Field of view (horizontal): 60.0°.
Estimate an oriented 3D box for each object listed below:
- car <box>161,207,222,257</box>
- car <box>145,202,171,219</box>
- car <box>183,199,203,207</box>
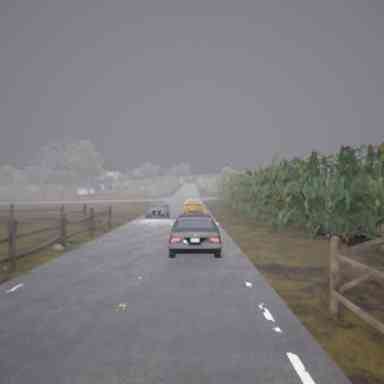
[{"bbox_3d":[0.100,1.543,12.829,2.033,1.411,5.357,0,0,0],"label":"car"},{"bbox_3d":[-2.838,1.527,28.618,1.994,1.385,4.181,0,0,0],"label":"car"},{"bbox_3d":[0.109,1.401,33.665,1.882,1.535,5.008,0,0,0],"label":"car"}]
